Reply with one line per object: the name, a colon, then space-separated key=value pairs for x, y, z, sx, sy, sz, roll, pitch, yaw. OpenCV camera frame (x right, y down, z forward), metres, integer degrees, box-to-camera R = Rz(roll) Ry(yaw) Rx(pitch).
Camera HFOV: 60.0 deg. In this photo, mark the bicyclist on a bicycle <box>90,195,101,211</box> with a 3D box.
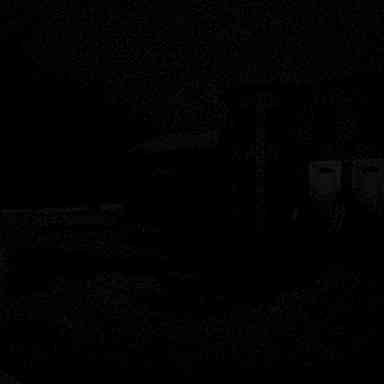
bicyclist on a bicycle: x=-9.433 y=1.075 z=32.373 sx=1.656 sy=1.620 sz=0.582 roll=1 pitch=2 yaw=36
